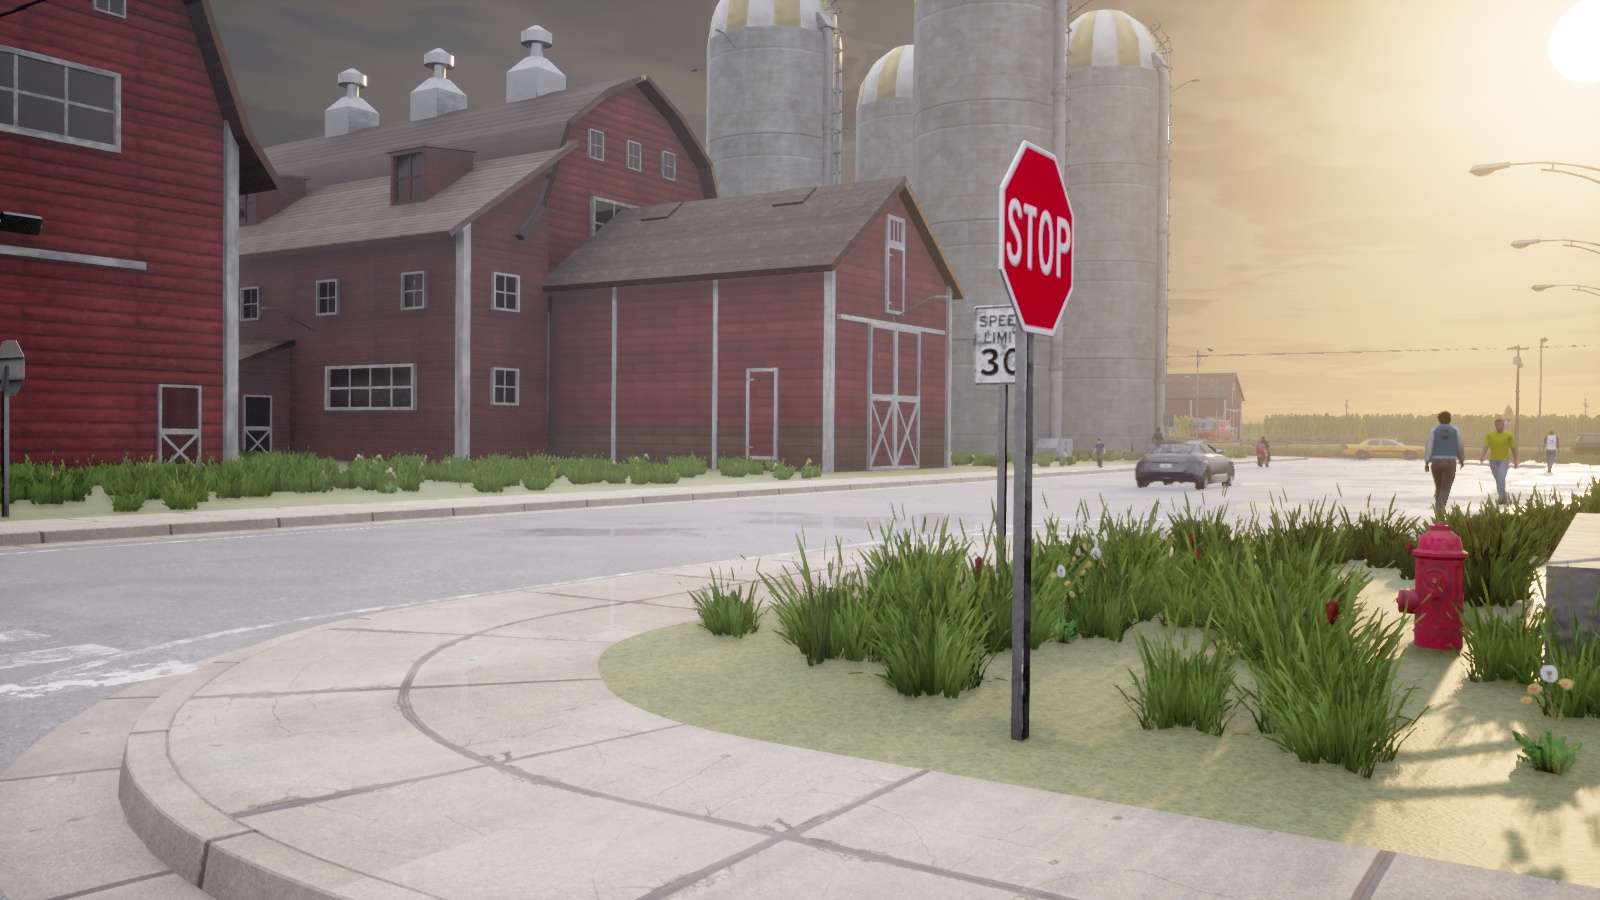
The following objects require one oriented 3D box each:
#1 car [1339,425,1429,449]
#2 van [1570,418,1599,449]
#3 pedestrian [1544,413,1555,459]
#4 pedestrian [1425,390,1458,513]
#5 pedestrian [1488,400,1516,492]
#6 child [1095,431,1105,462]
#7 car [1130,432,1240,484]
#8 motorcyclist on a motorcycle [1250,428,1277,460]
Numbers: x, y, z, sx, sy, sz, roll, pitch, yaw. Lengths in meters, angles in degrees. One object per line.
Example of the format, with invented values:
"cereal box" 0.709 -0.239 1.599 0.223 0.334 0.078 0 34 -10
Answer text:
"car" 39.863 -0.861 85.748 5.366 1.575 1.801 0 1 33
"van" 52.618 -1.105 81.520 4.442 1.987 1.775 0 1 33
"pedestrian" 30.266 -0.580 50.709 0.354 1.836 0.706 0 1 32
"pedestrian" 10.312 0.018 20.185 0.396 1.930 0.692 0 1 34
"pedestrian" 14.112 -0.086 25.244 0.354 1.836 0.706 0 1 40
"child" 12.274 -0.146 51.352 0.270 1.263 0.437 0 1 34
"car" 11.296 0.192 36.661 1.994 1.385 4.181 0 1 33
"motorcyclist on a motorcycle" 22.230 -0.311 60.261 0.797 1.523 2.044 0 1 33
